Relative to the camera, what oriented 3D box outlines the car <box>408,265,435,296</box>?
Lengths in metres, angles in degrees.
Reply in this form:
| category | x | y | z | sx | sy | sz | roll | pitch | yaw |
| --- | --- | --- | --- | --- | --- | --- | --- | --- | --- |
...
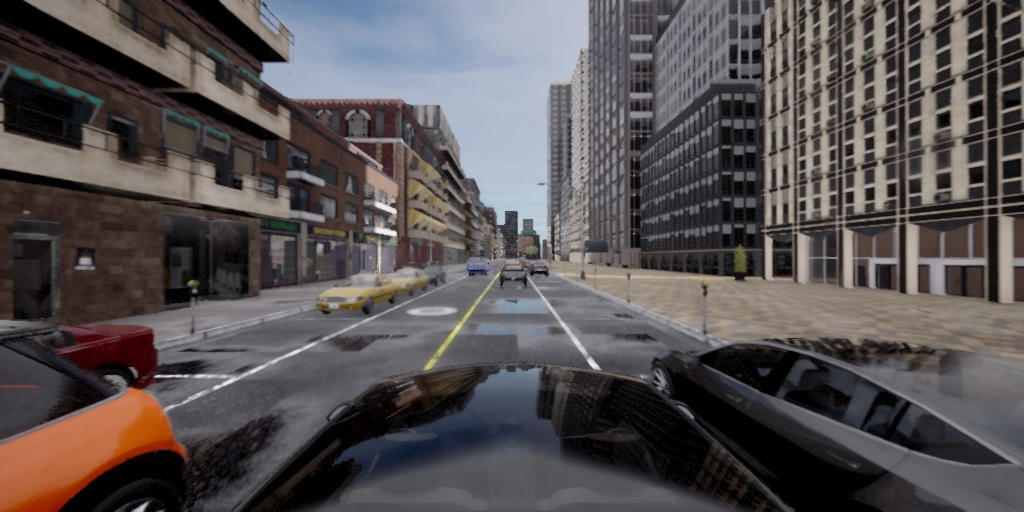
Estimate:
| category | x | y | z | sx | sy | sz | roll | pitch | yaw |
| --- | --- | --- | --- | --- | --- | --- | --- | --- | --- |
| car | -5.689 | 1.282 | 19.382 | 1.751 | 1.417 | 4.829 | 0 | 0 | 0 |

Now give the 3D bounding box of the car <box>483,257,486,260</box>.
| category | x | y | z | sx | sy | sz | roll | pitch | yaw |
| --- | --- | --- | --- | --- | --- | --- | --- | --- | --- |
| car | -5.689 | 1.345 | 58.212 | 1.888 | 1.381 | 4.507 | 0 | 0 | 0 |

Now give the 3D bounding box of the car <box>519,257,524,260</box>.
| category | x | y | z | sx | sy | sz | roll | pitch | yaw |
| --- | --- | --- | --- | --- | --- | --- | --- | --- | --- |
| car | 0.099 | 1.258 | 43.784 | 1.882 | 1.535 | 5.008 | 0 | 0 | 0 |

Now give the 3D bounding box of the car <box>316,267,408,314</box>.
| category | x | y | z | sx | sy | sz | roll | pitch | yaw |
| --- | --- | --- | --- | --- | --- | --- | --- | --- | --- |
| car | -5.688 | 1.280 | 13.859 | 1.751 | 1.417 | 4.829 | 0 | 0 | 0 |

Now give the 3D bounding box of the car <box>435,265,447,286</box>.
| category | x | y | z | sx | sy | sz | roll | pitch | yaw |
| --- | --- | --- | --- | --- | --- | --- | --- | --- | --- |
| car | -5.689 | 1.327 | 25.074 | 1.948 | 1.339 | 4.313 | 0 | 0 | 0 |

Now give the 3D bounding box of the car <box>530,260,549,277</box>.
| category | x | y | z | sx | sy | sz | roll | pitch | yaw |
| --- | --- | --- | --- | --- | --- | --- | --- | --- | --- |
| car | 2.692 | 1.337 | 36.119 | 1.948 | 1.339 | 4.313 | 0 | 0 | 0 |

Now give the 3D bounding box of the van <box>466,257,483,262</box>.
| category | x | y | z | sx | sy | sz | roll | pitch | yaw |
| --- | --- | --- | --- | --- | --- | --- | --- | --- | --- |
| van | -5.689 | 1.133 | 52.689 | 1.690 | 1.789 | 3.998 | 0 | 0 | 0 |

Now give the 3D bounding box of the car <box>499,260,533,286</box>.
| category | x | y | z | sx | sy | sz | roll | pitch | yaw |
| --- | --- | --- | --- | --- | --- | --- | --- | --- | --- |
| car | 0.103 | 1.253 | 25.551 | 2.128 | 1.511 | 4.902 | 0 | 0 | 0 |

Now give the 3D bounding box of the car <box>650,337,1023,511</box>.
| category | x | y | z | sx | sy | sz | roll | pitch | yaw |
| --- | --- | --- | --- | --- | --- | --- | --- | --- | --- |
| car | 2.692 | 1.316 | 2.982 | 1.948 | 1.339 | 4.313 | 0 | 0 | 0 |

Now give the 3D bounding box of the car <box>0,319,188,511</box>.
| category | x | y | z | sx | sy | sz | roll | pitch | yaw |
| --- | --- | --- | --- | --- | --- | --- | --- | --- | --- |
| car | -3.104 | 1.103 | 0.314 | 2.097 | 1.767 | 4.553 | 0 | 0 | 0 |

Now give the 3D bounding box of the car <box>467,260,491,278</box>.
| category | x | y | z | sx | sy | sz | roll | pitch | yaw |
| --- | --- | --- | --- | --- | --- | --- | --- | --- | --- |
| car | -3.095 | 1.370 | 34.696 | 1.895 | 1.301 | 4.718 | 0 | 0 | 0 |

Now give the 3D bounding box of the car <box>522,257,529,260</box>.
| category | x | y | z | sx | sy | sz | roll | pitch | yaw |
| --- | --- | --- | --- | --- | --- | --- | --- | --- | --- |
| car | 2.692 | 1.225 | 47.165 | 1.967 | 1.591 | 4.097 | 0 | 0 | 0 |
